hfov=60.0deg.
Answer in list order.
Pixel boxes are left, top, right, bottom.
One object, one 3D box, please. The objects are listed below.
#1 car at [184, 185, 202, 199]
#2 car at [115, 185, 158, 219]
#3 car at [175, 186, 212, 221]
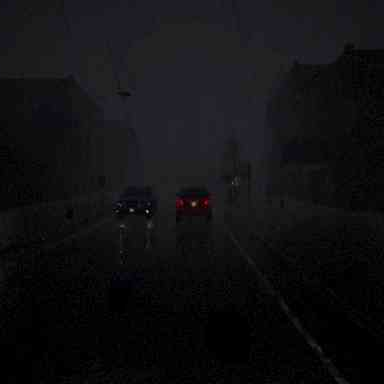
[{"bbox_3d":[0.102,-0.021,41.966,2.128,1.511,4.902,0,3,0],"label":"car"},{"bbox_3d":[-3.599,0.611,22.592,2.150,2.045,5.566,0,3,0],"label":"car"},{"bbox_3d":[0.103,0.658,21.596,2.150,2.045,5.566,0,3,0],"label":"car"}]
